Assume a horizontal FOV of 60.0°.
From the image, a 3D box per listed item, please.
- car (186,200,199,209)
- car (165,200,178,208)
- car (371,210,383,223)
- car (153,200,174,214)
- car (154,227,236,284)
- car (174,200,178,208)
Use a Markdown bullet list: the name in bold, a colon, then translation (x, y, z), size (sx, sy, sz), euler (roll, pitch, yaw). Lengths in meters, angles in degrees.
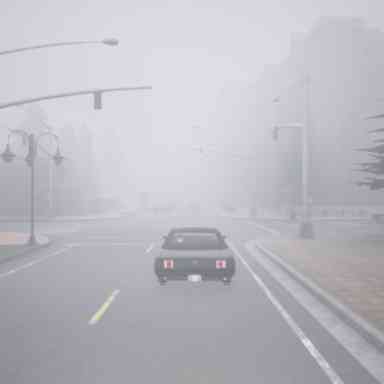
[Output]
- **car**: translation (0.085, 2.023, 54.029), size (1.994, 1.385, 4.181), euler (0, -1, 0)
- **car**: translation (-3.587, 2.071, 59.619), size (1.994, 1.385, 4.181), euler (0, 0, 0)
- **car**: translation (16.863, 1.718, 26.351), size (5.008, 1.535, 1.882), euler (0, 0, -2)
- **car**: translation (-3.604, 1.871, 40.520), size (1.812, 1.442, 4.674), euler (0, 0, 1)
- **car**: translation (0.083, 1.685, 9.787), size (1.895, 1.301, 4.718), euler (0, 0, 0)
- **car**: translation (-3.602, 2.022, 49.540), size (1.895, 1.301, 4.718), euler (0, 0, 0)
